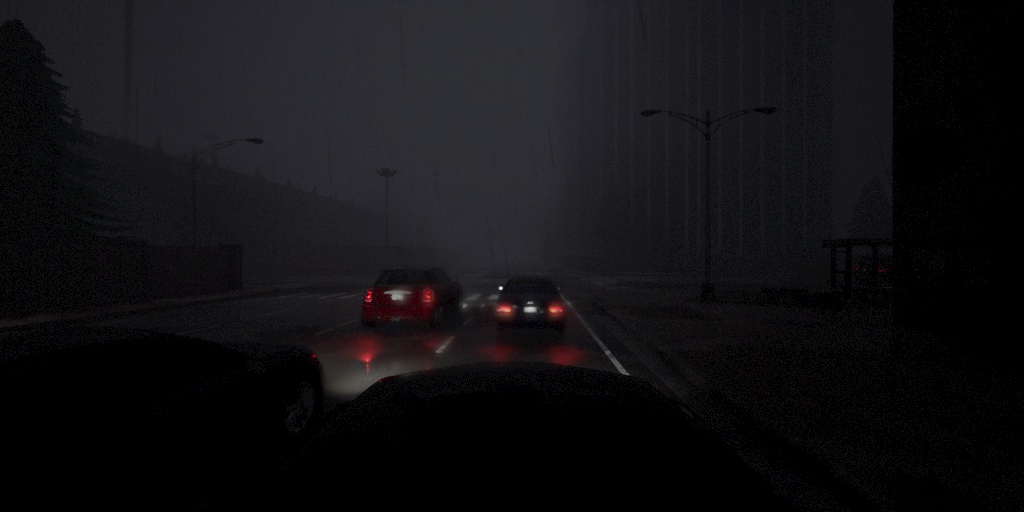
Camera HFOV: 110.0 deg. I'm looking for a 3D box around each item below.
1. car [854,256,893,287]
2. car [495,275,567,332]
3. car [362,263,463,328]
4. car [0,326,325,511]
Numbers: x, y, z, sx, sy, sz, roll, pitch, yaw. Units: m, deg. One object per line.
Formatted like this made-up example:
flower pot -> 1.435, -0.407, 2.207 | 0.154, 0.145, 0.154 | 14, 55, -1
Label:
car -> 25.017, 1.001, 22.544 | 5.566, 2.045, 2.150 | 0, 0, 3
car -> 0.534, 1.288, 10.820 | 2.033, 1.411, 5.357 | 0, 0, 2
car -> -2.909, 1.093, 11.472 | 2.097, 1.767, 4.553 | 0, 0, 2
car -> -3.191, 1.254, 2.418 | 1.837, 1.490, 4.892 | 0, 0, 0
